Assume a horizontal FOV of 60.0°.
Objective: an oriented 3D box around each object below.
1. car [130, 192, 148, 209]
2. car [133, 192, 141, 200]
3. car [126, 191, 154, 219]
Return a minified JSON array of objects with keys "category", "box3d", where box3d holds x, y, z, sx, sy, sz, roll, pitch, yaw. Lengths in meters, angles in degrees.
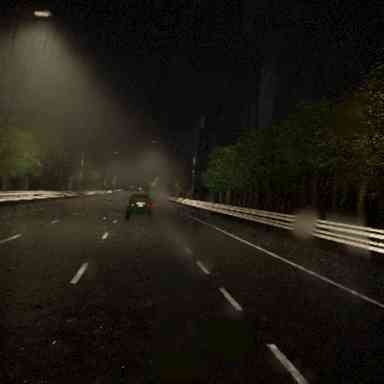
[{"category":"car","box3d":[-7.302,1.088,45.369,2.150,2.045,5.566,4,-1,-10]},{"category":"car","box3d":[-15.263,1.005,92.365,2.150,2.045,5.566,4,0,-10]},{"category":"car","box3d":[-4.438,1.137,28.456,2.150,2.045,5.566,4,0,-10]}]
